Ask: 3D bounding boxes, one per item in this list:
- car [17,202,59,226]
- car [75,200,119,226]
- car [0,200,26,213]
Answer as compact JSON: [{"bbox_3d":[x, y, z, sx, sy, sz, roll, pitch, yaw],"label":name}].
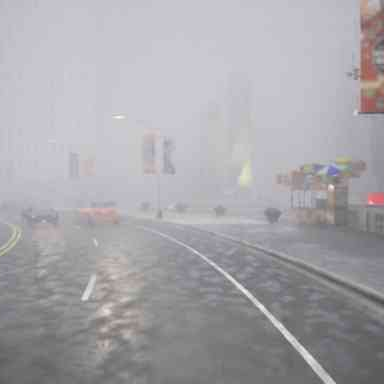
[{"bbox_3d":[-10.847,1.620,23.469,1.895,1.301,4.718,0,0,-34],"label":"car"},{"bbox_3d":[-6.880,1.363,23.801,2.097,1.767,4.553,0,0,-32],"label":"car"},{"bbox_3d":[-19.902,1.582,37.307,5.357,1.411,2.033,0,0,35],"label":"car"}]
